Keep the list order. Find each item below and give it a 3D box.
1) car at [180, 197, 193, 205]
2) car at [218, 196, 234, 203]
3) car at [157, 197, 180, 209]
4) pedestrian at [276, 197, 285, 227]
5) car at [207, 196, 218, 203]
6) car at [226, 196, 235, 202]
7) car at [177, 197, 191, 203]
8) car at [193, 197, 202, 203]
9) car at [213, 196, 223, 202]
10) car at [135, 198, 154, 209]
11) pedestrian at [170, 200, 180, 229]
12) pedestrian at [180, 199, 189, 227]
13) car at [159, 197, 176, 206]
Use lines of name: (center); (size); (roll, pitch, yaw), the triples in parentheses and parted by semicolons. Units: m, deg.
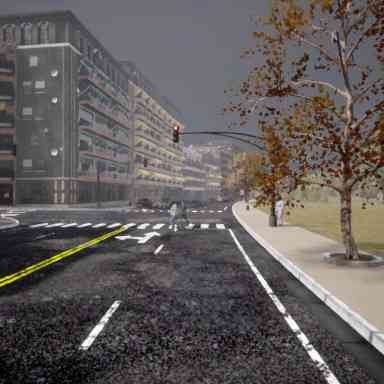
car: (-1.569, 1.802, 61.186); (1.895, 1.301, 4.718); (0, 0, 9)
car: (7.864, 1.844, 77.134); (2.033, 1.411, 5.357); (0, 0, 11)
car: (-3.524, 1.477, 46.972); (2.097, 1.767, 4.553); (0, -1, 7)
pedestrian: (5.402, 1.165, 20.351); (0.375, 1.860, 0.375); (0, 0, 3)
car: (4.666, 1.830, 77.716); (2.128, 1.511, 4.902); (0, 0, 11)
car: (10.052, 1.864, 87.570); (1.812, 1.442, 4.674); (0, 0, 13)
car: (-1.840, 1.836, 78.298); (2.033, 1.411, 5.357); (0, 0, 10)
car: (1.106, 1.831, 76.395); (2.033, 1.411, 5.357); (0, 0, 10)
car: (6.784, 1.811, 87.859); (1.882, 1.535, 5.008); (0, 0, 13)
car: (-6.754, 1.627, 47.331); (1.837, 1.490, 4.892); (0, 0, 7)
pedestrian: (-1.066, 1.319, 20.119); (0.375, 1.860, 0.375); (0, 0, 3)
pedestrian: (-0.540, 1.320, 21.293); (0.375, 1.860, 0.375); (0, 0, 3)
car: (-4.569, 1.757, 62.993); (2.033, 1.411, 5.357); (0, 0, 9)
